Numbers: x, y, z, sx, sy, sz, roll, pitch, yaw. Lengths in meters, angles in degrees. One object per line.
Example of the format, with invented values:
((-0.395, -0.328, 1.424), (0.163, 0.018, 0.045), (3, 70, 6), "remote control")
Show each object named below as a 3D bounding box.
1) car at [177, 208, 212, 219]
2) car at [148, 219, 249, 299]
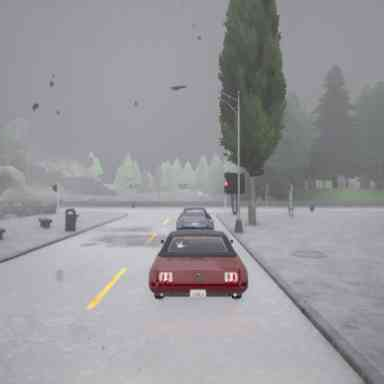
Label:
((0.157, 1.546, 18.413), (1.994, 1.385, 4.181), (0, 0, 0), "car")
((0.125, 1.593, 8.373), (1.895, 1.301, 4.718), (0, 0, 0), "car")
